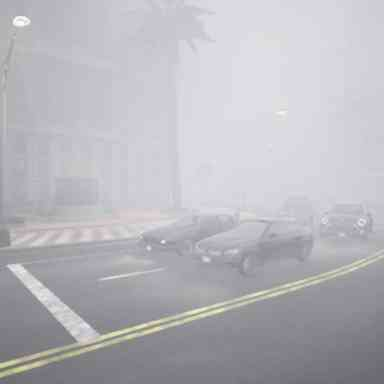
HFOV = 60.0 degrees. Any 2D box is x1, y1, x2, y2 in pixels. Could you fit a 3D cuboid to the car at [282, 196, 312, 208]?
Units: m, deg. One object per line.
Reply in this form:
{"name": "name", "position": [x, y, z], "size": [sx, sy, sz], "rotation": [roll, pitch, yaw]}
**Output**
{"name": "car", "position": [15.504, 1.452, 49.377], "size": [2.097, 1.767, 4.553], "rotation": [0, 0, -15]}

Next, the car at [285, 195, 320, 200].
{"name": "car", "position": [10.158, 1.286, 31.844], "size": [2.150, 2.045, 5.566], "rotation": [0, 0, 7]}

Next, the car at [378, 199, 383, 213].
{"name": "car", "position": [20.968, 1.527, 37.543], "size": [2.128, 1.511, 4.902], "rotation": [0, 0, -1]}

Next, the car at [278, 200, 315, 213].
{"name": "car", "position": [6.835, 1.537, 21.691], "size": [2.128, 1.511, 4.902], "rotation": [0, 0, 27]}

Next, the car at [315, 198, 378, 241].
{"name": "car", "position": [8.071, 1.376, 17.137], "size": [2.097, 1.767, 4.553], "rotation": [0, 0, 33]}

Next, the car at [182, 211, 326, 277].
{"name": "car", "position": [2.133, 1.554, 10.521], "size": [4.674, 1.442, 1.812], "rotation": [0, 0, -41]}

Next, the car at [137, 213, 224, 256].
{"name": "car", "position": [0.496, 1.594, 13.523], "size": [5.357, 1.411, 2.033], "rotation": [0, 0, -40]}

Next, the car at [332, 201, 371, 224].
{"name": "car", "position": [12.447, 1.513, 26.252], "size": [1.882, 1.535, 5.008], "rotation": [0, 0, 15]}

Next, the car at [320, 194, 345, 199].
{"name": "car", "position": [19.702, 1.299, 47.932], "size": [2.150, 2.045, 5.566], "rotation": [0, 0, -14]}
